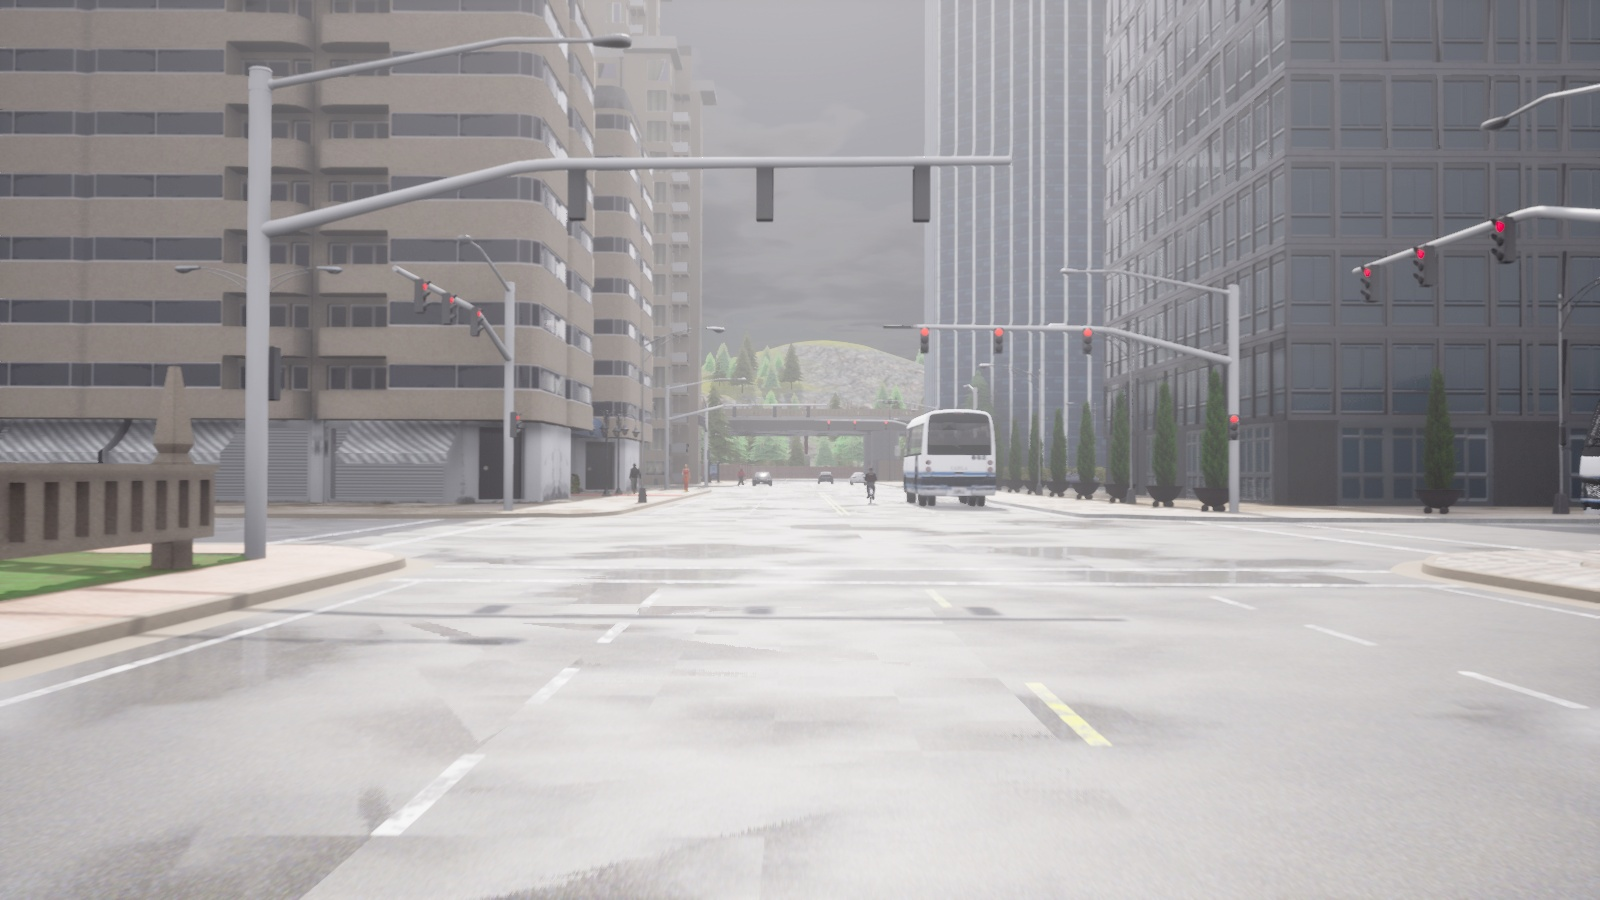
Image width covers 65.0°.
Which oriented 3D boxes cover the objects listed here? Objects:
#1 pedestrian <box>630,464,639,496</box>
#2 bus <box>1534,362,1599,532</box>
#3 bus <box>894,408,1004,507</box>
[{"bbox_3d":[-9.635,1.737,73.209,0.431,1.840,0.703,0,-1,-3],"label":"pedestrian"},{"bbox_3d":[25.161,-0.181,32.146,10.273,4.253,3.944,-1,-1,0],"label":"bus"},{"bbox_3d":[6.852,0.410,59.709,3.944,4.253,10.273,0,-1,0],"label":"bus"}]
